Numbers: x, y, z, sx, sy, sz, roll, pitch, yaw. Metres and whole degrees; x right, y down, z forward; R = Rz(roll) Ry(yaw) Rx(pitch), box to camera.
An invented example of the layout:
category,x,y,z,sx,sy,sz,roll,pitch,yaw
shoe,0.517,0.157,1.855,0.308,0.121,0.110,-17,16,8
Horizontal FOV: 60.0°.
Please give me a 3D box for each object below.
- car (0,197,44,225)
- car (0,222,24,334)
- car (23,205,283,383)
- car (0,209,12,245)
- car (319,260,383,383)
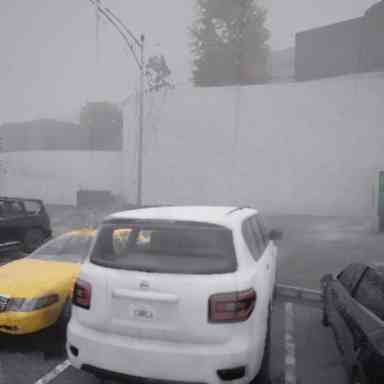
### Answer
category,x,y,z,sx,sy,sz,roll,pitch,yaw
car,-7.065,1.202,10.826,2.435,2.045,5.566,1,0,16
car,-2.229,1.474,7.184,1.946,1.575,5.366,1,0,16
car,0.270,1.235,5.644,2.435,2.045,5.566,0,-1,16
car,-9.507,1.469,12.605,2.002,1.452,4.674,1,0,16
car,2.708,1.517,3.898,2.163,1.488,4.792,0,-1,16
